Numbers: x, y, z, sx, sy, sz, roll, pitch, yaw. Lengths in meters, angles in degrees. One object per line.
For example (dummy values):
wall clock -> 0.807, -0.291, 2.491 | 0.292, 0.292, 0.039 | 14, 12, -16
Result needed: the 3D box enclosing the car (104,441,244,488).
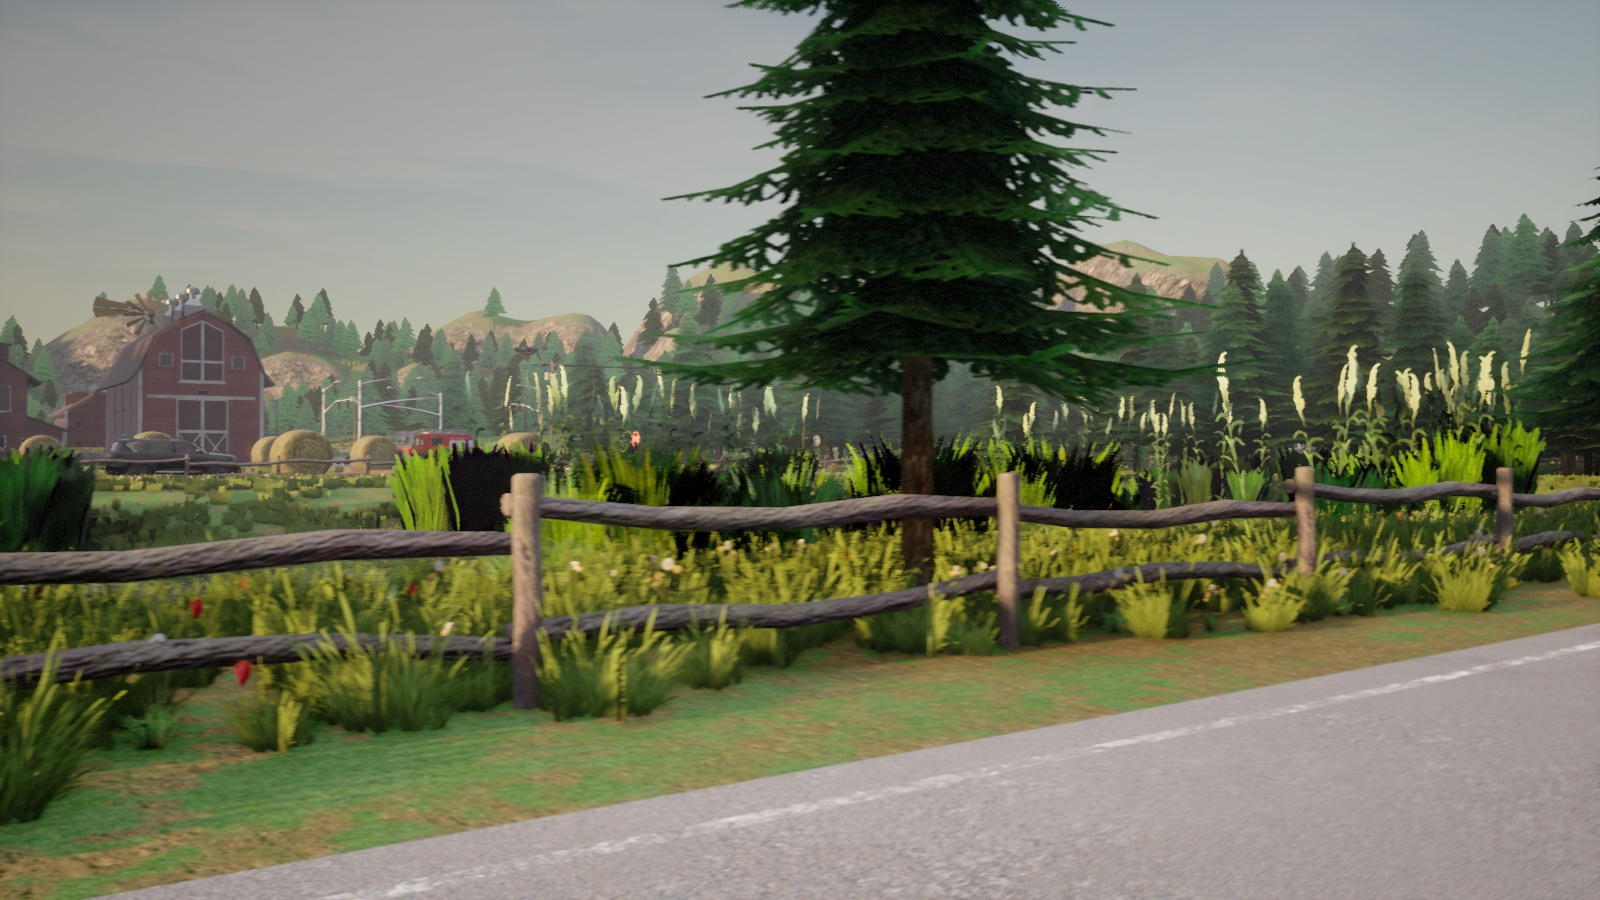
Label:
car -> -28.698, 0.633, 57.619 | 5.566, 2.045, 2.150 | 0, 0, -32
